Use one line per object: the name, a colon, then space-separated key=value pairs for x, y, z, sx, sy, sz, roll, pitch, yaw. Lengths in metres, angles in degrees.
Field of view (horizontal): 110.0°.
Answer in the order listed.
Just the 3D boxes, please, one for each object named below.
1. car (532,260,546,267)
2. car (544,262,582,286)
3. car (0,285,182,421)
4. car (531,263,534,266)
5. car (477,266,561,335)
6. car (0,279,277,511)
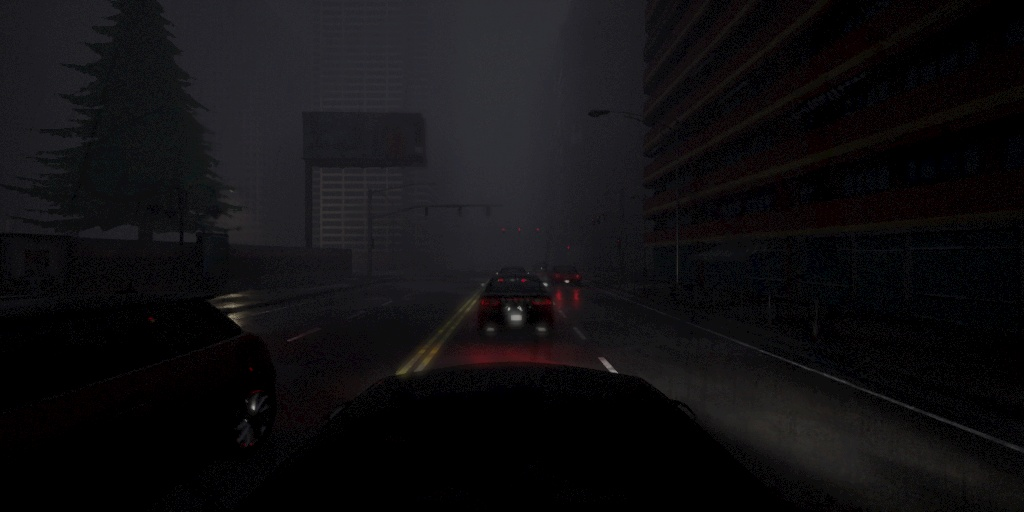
car: x=3.555 y=1.239 z=45.467 sx=1.837 sy=1.490 sz=4.892 roll=0 pitch=0 yaw=0
car: x=3.559 y=1.342 z=25.197 sx=1.895 sy=1.301 sz=4.718 roll=0 pitch=0 yaw=0
car: x=-7.098 y=1.275 z=4.404 sx=1.812 sy=1.442 sz=4.674 roll=0 pitch=0 yaw=0
car: x=0.039 y=1.290 z=20.941 sx=2.033 sy=1.411 sz=5.357 roll=0 pitch=0 yaw=0
car: x=0.092 y=1.224 z=10.473 sx=1.882 sy=1.535 sz=5.008 roll=0 pitch=0 yaw=0
car: x=-3.595 y=1.102 z=1.960 sx=2.097 sy=1.767 sz=4.553 roll=0 pitch=0 yaw=0
